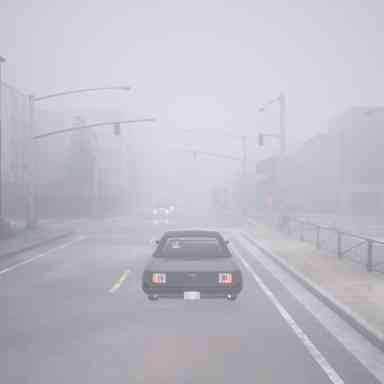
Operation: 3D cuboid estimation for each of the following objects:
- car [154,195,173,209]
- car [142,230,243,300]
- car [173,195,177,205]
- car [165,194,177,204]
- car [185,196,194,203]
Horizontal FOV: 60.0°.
[{"bbox_3d":[-3.905,1.505,44.310,1.837,1.490,4.892,0,0,0],"label":"car"},{"bbox_3d":[0.009,1.601,8.302,1.895,1.301,4.718,0,0,0],"label":"car"},{"bbox_3d":[-3.962,1.601,53.575,1.895,1.301,4.718,0,0,0],"label":"car"},{"bbox_3d":[-3.992,1.352,63.744,2.097,1.767,4.553,0,0,0],"label":"car"},{"bbox_3d":[-0.461,1.491,66.584,2.128,1.511,4.902,0,0,0],"label":"car"}]
